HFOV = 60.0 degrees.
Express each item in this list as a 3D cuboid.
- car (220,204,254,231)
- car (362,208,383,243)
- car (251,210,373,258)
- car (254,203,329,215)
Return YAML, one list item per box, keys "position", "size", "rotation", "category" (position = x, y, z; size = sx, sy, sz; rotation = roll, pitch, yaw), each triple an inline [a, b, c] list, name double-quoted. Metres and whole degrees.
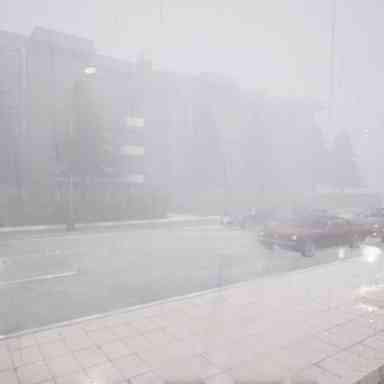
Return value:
- position: [3.963, 1.482, 20.830]
  size: [4.902, 1.511, 2.128]
  rotation: [0, 0, -35]
  category: "car"
- position: [8.873, 1.460, 15.724]
  size: [4.181, 1.385, 1.994]
  rotation: [0, 0, -35]
  category: "car"
- position: [4.742, 1.593, 12.838]
  size: [4.718, 1.301, 1.895]
  rotation: [0, 0, -35]
  category: "car"
- position: [5.992, 1.482, 17.979]
  size: [4.902, 1.511, 2.128]
  rotation: [0, 0, -35]
  category: "car"
